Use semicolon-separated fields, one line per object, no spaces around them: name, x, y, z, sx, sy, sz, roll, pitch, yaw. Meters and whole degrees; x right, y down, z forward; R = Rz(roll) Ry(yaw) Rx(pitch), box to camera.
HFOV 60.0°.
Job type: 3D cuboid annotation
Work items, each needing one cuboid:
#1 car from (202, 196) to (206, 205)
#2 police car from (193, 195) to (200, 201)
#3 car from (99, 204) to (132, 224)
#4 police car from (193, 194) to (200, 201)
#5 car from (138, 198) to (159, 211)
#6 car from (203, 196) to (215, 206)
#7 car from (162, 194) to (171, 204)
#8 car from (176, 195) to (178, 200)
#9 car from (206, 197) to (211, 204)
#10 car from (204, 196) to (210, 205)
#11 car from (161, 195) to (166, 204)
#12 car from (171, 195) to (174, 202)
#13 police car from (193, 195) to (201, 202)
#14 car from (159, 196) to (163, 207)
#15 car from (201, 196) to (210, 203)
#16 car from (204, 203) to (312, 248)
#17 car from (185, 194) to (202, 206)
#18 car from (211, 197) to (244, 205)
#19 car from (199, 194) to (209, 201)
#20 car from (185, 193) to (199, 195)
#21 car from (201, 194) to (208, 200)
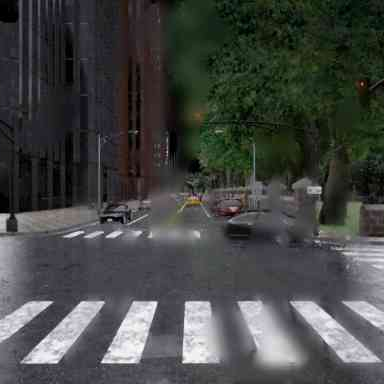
car;2.909;1.585;47.042;2.008;1.369;4.403;0;0;0
police car;1.151;1.511;85.988;1.930;1.638;5.238;0;0;0
car;-5.685;1.576;25.234;1.947;1.339;4.313;0;0;0
police car;1.188;1.521;91.988;1.930;1.638;5.238;0;0;0
car;-5.633;1.579;41.605;2.008;1.369;4.403;0;0;0
car;2.943;1.487;57.956;1.967;1.590;4.097;0;0;0
car;-5.565;1.635;63.433;1.802;1.307;4.206;0;0;0
car;-5.479;1.533;90.718;1.967;1.590;4.097;0;0;0
car;2.875;1.588;36.129;1.947;1.339;4.313;0;0;0
car;2.892;1.579;41.586;2.008;1.369;4.403;0;0;0
car;-5.599;1.623;52.519;1.802;1.307;4.206;0;0;0
car;-5.547;1.375;68.890;2.192;1.841;5.009;0;0;0
police car;1.138;1.495;75.988;1.930;1.638;5.238;0;0;0
car;-5.616;1.616;47.062;1.802;1.307;4.206;0;0;0
car;2.995;1.593;74.495;1.752;1.417;4.829;0;0;0
car;2.941;1.568;15.363;4.892;1.490;1.837;2;3;23
car;0.223;1.521;55.251;1.882;1.535;5.008;0;0;0
car;2.841;1.326;25.217;2.192;1.841;5.009;0;0;0
car;3.029;1.400;85.238;2.192;1.841;5.009;0;0;0
car;0.204;1.277;65.377;2.150;2.045;5.566;0;0;0
car;2.926;1.481;52.499;1.967;1.590;4.097;0;0;0
